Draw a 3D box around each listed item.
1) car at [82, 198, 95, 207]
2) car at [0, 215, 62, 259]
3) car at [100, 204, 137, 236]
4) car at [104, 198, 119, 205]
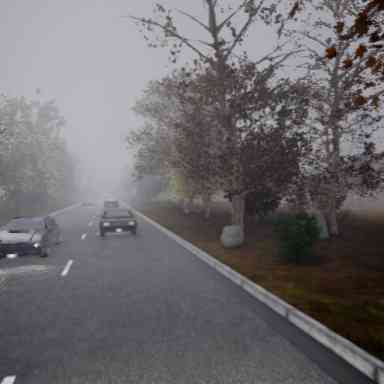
[{"bbox_3d":[-16.590,1.659,53.531,2.033,1.411,5.357,-1,0,-14],"label":"car"},{"bbox_3d":[-6.310,1.631,13.048,2.033,1.411,5.357,-1,0,-14],"label":"car"},{"bbox_3d":[-4.231,1.629,18.867,1.895,1.301,4.718,-1,0,-14],"label":"car"},{"bbox_3d":[-10.858,1.526,44.803,1.882,1.535,5.008,-1,1,-14],"label":"car"}]
